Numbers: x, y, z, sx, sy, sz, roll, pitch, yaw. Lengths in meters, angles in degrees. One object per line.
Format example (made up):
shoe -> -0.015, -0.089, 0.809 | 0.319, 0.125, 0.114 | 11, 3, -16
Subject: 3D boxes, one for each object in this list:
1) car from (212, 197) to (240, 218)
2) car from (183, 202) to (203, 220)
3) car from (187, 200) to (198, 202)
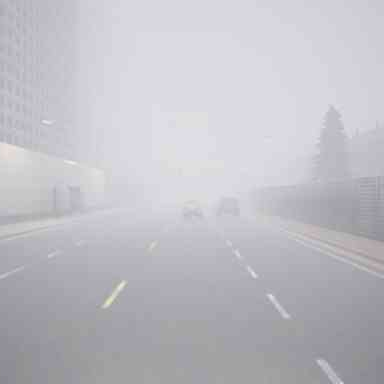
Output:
car -> 3.556, 1.543, 33.899 | 2.150, 2.045, 5.566 | 0, -1, 1
car -> 0.090, 1.902, 31.787 | 1.895, 1.301, 4.718 | 0, -1, 0
car -> 0.051, 1.754, 42.531 | 2.097, 1.767, 4.553 | 0, -1, 0
